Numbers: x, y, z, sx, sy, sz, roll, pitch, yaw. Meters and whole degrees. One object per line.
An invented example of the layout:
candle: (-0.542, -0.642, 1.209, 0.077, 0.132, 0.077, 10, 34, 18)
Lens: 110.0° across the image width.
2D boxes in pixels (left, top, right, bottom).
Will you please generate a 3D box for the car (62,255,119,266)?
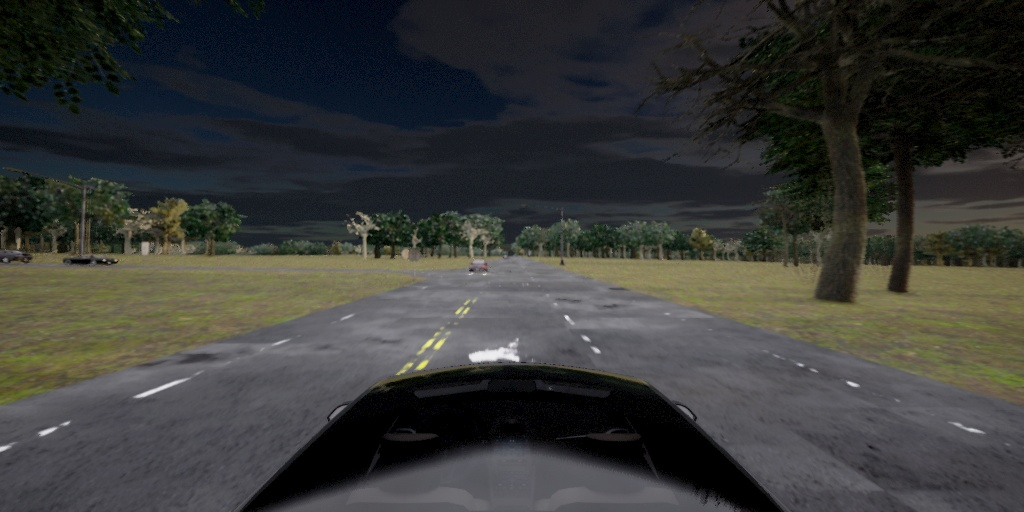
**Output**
car: (-49.026, 0.485, 41.716, 4.718, 1.301, 1.895, 1, -1, 0)

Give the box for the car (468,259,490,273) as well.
car: (-3.507, 1.053, 38.551, 1.812, 1.442, 4.674, 0, -1, 0)
